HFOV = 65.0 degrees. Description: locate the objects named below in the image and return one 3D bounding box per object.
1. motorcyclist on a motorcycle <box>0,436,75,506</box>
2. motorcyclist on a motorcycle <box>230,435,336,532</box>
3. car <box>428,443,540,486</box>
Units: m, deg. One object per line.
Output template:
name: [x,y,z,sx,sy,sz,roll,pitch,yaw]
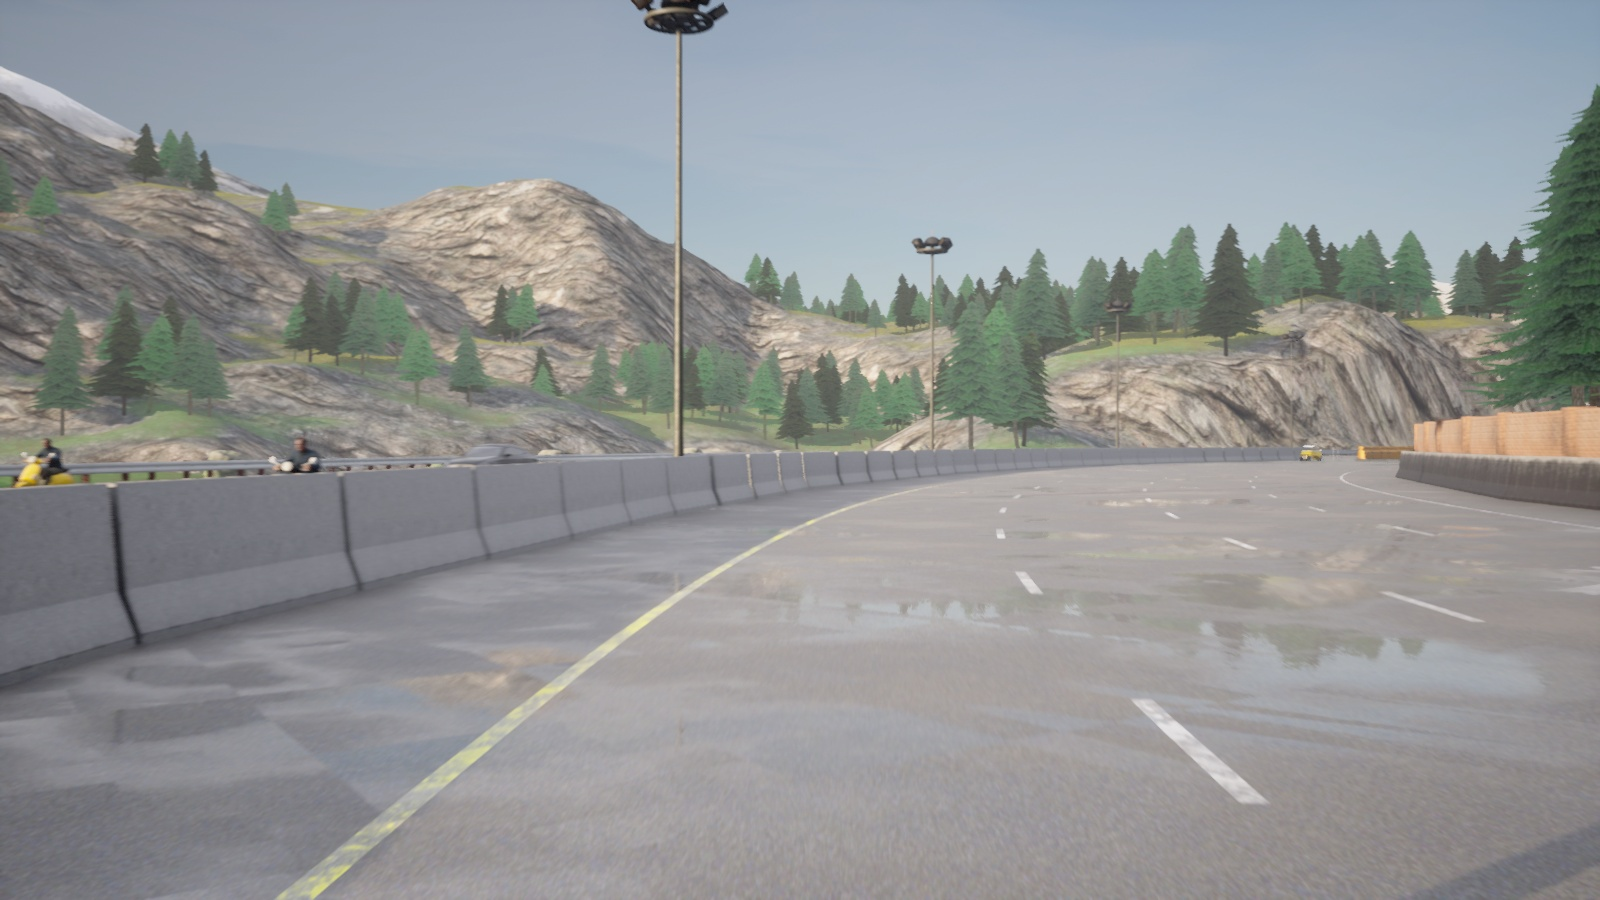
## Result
motorcyclist on a motorcycle: [-18.254,0.475,29.755,0.866,1.590,1.817,1,1,10]
motorcyclist on a motorcycle: [-8.897,0.550,21.696,0.866,1.590,1.817,1,0,8]
car: [-11.242,0.485,44.986,1.812,1.442,4.674,0,0,15]
